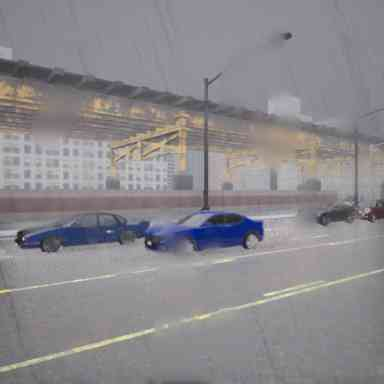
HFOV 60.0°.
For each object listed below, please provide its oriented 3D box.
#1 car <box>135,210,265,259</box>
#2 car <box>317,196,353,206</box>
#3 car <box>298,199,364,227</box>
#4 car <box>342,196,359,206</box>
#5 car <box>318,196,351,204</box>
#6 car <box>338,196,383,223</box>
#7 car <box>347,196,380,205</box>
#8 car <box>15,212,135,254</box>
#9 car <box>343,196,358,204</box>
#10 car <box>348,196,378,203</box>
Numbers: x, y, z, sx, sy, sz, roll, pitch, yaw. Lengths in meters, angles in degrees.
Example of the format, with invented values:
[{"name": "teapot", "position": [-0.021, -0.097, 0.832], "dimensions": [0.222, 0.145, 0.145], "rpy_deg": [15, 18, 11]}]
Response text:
[{"name": "car", "position": [0.601, 1.477, 12.841], "dimensions": [5.008, 1.535, 1.882], "rpy_deg": [0, 0, -34]}, {"name": "car", "position": [22.962, 1.453, 53.575], "dimensions": [4.974, 1.542, 2.038], "rpy_deg": [0, 0, 9]}, {"name": "car", "position": [9.388, 1.492, 23.062], "dimensions": [4.902, 1.511, 2.128], "rpy_deg": [0, 0, -34]}, {"name": "car", "position": [26.764, 1.453, 56.179], "dimensions": [2.038, 1.542, 4.974], "rpy_deg": [0, 0, 19]}, {"name": "car", "position": [22.910, 1.295, 53.583], "dimensions": [4.536, 1.218, 1.853], "rpy_deg": [0, 0, 9]}, {"name": "car", "position": [13.930, 1.362, 26.042], "dimensions": [4.553, 1.767, 2.097], "rpy_deg": [0, 0, -34]}, {"name": "car", "position": [30.754, 1.453, 59.853], "dimensions": [4.974, 1.542, 2.038], "rpy_deg": [0, 0, -6]}, {"name": "car", "position": [-4.260, 1.547, 13.772], "dimensions": [5.357, 1.411, 2.033], "rpy_deg": [0, 0, -34]}, {"name": "car", "position": [26.781, 1.295, 56.228], "dimensions": [1.853, 1.218, 4.536], "rpy_deg": [0, 0, 19]}, {"name": "car", "position": [30.703, 1.295, 59.847], "dimensions": [4.536, 1.218, 1.853], "rpy_deg": [0, 0, -6]}]
